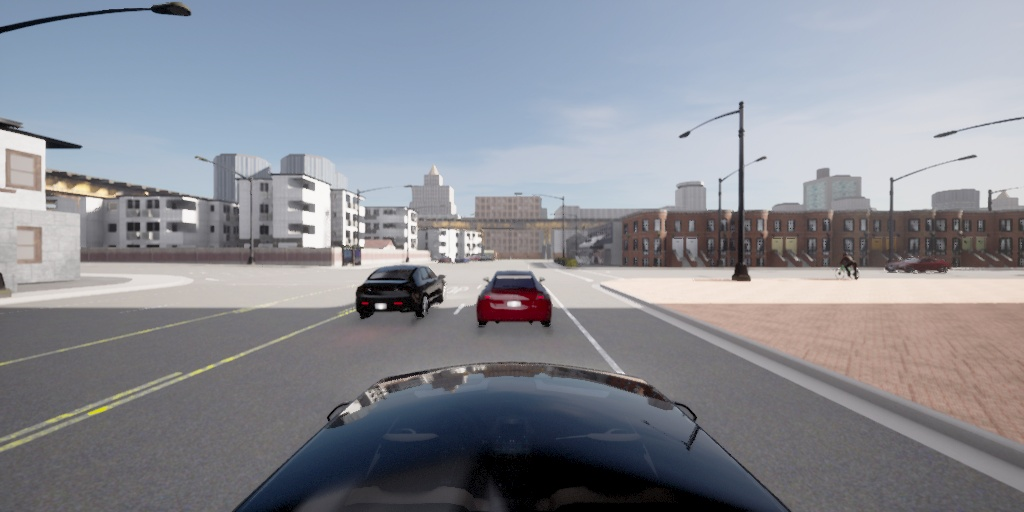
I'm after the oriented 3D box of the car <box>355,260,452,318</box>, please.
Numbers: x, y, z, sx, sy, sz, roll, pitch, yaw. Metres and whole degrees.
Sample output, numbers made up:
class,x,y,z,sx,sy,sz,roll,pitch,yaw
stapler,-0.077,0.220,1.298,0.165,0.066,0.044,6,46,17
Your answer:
class,x,y,z,sx,sy,sz,roll,pitch,yaw
car,-3.433,1.029,11.839,1.837,1.490,4.892,0,1,0

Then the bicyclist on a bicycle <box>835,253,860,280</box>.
class,x,y,z,sx,sy,sz,roll,pitch,yaw
bicyclist on a bicycle,20.402,0.641,21.837,0.582,1.620,1.656,0,0,1

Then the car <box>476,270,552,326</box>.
class,x,y,z,sx,sy,sz,roll,pitch,yaw
car,0.063,1.108,10.773,1.994,1.385,4.181,0,1,0

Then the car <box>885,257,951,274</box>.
class,x,y,z,sx,sy,sz,roll,pitch,yaw
car,36.658,0.820,32.414,4.674,1.442,1.812,0,0,1
